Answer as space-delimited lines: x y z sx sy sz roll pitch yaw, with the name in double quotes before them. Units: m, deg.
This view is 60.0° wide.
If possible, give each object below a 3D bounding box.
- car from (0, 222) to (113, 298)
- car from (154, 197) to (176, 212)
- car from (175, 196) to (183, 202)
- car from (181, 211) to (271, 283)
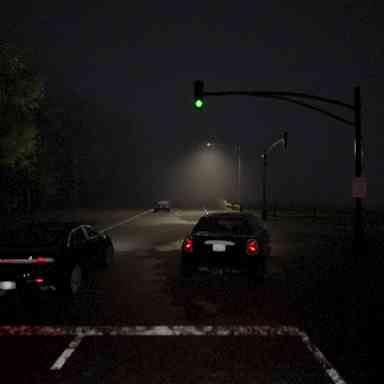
"car" -3.399 1.513 8.578 2.128 1.511 4.902 0 0 0
"car" -3.389 1.638 39.500 2.033 1.411 5.357 0 0 0
"car" -3.479 1.678 82.552 1.837 1.490 4.892 0 0 0
"car" 1.226 1.376 10.090 2.097 1.767 4.553 0 0 15
